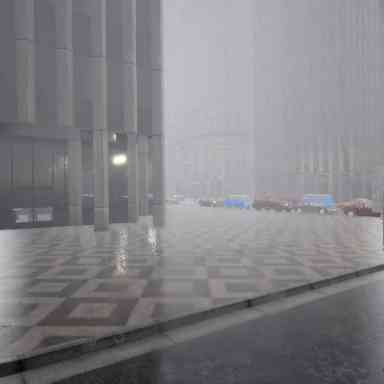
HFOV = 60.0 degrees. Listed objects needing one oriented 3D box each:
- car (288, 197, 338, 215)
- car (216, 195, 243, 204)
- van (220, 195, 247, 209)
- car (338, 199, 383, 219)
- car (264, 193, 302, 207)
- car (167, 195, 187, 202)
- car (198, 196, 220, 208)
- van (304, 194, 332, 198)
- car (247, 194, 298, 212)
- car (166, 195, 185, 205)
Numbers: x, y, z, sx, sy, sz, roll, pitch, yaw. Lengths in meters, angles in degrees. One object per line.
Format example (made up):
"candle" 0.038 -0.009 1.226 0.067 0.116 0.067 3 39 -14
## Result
"car" 12.324 1.549 33.398 2.008 1.369 4.403 -1 1 -36
"car" 6.326 1.297 56.466 1.752 1.417 4.829 -1 1 -36
"van" 5.896 1.295 42.386 1.690 1.788 3.998 -1 1 -36
"car" 15.538 1.567 28.903 1.887 1.381 4.507 -1 1 -36
"car" 12.845 1.131 47.334 2.192 1.841 5.009 -1 1 -36
"car" -3.209 1.258 69.815 2.008 1.369 4.403 -1 1 -36
"car" 2.684 1.372 46.881 1.967 1.590 4.097 -1 1 -36
"van" 16.056 1.179 42.838 1.690 1.788 3.998 -1 1 -36
"car" 9.110 1.291 37.890 2.192 1.841 5.009 -1 1 -36
"car" -3.741 1.439 55.872 2.008 1.369 4.403 -1 1 -36
